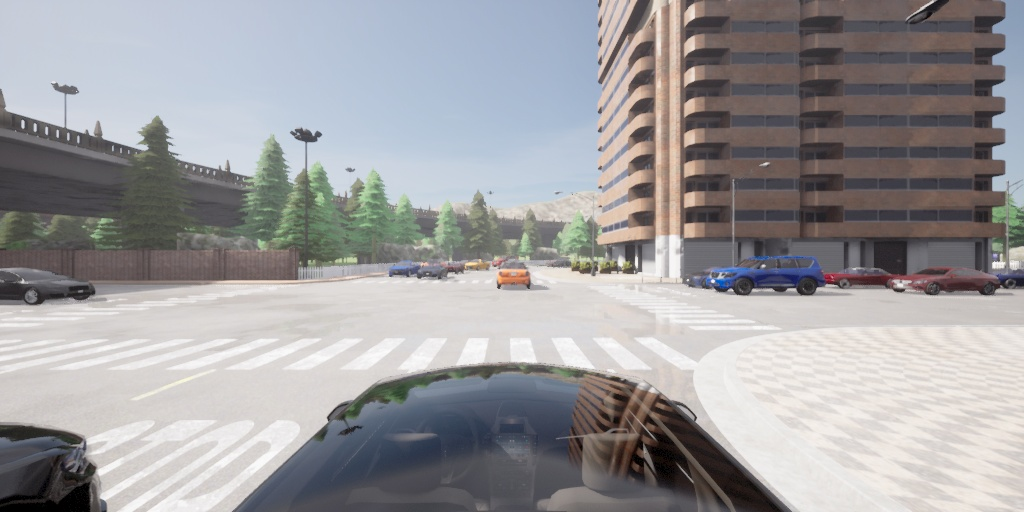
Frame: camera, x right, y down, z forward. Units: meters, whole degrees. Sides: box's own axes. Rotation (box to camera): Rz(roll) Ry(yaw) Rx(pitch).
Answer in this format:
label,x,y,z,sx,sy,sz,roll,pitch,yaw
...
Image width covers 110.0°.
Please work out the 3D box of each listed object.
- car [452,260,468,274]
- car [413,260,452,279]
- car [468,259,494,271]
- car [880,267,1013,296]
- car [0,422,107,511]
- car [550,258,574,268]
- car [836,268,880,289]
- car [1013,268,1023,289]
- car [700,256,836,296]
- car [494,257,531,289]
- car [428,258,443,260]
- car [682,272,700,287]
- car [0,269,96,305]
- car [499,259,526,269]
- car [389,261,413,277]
label,x,y,z,sx,sy,sz,roll,pitch,yaw
car,-6.711,1.349,40.565,1.895,1.301,4.718,0,0,5
car,-6.984,1.313,31.809,1.994,1.385,4.181,0,0,1
car,-4.746,1.226,49.499,1.882,1.535,5.008,0,0,21
car,23.335,1.331,19.388,4.674,1.442,1.812,0,0,0
car,-3.400,1.242,0.125,2.128,1.511,4.902,0,0,0
car,9.658,1.239,62.057,4.902,1.511,2.128,0,0,-34
car,21.982,1.406,22.901,4.718,1.301,1.895,0,0,0
car,32.139,1.406,22.857,4.718,1.301,1.895,0,0,0
car,13.654,1.027,19.421,5.566,2.045,2.150,0,0,0
car,0.110,1.142,23.898,2.097,1.767,4.553,0,0,0
car,-9.657,1.101,43.952,2.097,1.767,4.553,0,0,11
car,13.222,1.369,22.937,4.181,1.385,1.994,0,0,-1
car,-21.431,1.310,15.793,4.892,1.490,1.837,0,0,0
car,0.117,1.274,58.303,1.812,1.442,4.674,0,0,38
car,-10.365,1.226,34.960,1.882,1.535,5.008,0,0,2
